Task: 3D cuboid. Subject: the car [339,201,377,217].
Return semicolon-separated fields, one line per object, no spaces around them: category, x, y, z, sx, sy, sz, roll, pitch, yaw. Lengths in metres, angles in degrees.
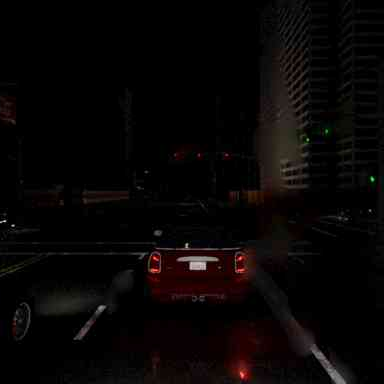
car;16.291;1.547;30.177;5.357;1.411;2.033;0;0;0

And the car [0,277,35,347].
car;-3.396;1.526;3.350;1.812;1.442;4.674;0;0;0

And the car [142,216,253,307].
car;0.105;1.352;8.125;2.097;1.767;4.553;0;0;0

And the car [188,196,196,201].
car;0.057;1.595;83.474;1.895;1.301;4.718;0;0;0

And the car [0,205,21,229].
car;-13.021;1.547;19.340;5.357;1.411;2.033;0;0;0
